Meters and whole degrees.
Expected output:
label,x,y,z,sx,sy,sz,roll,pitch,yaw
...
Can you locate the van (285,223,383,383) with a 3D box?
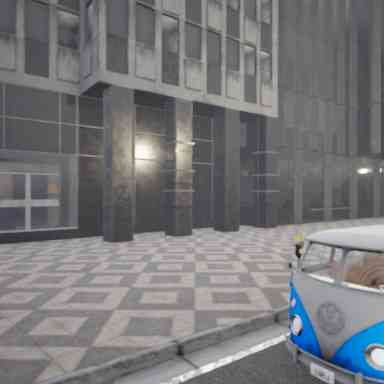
label,x,y,z,sx,sy,sz,roll,pitch,yaw
van,3.036,1.346,4.656,3.998,1.788,1.690,0,0,-36
